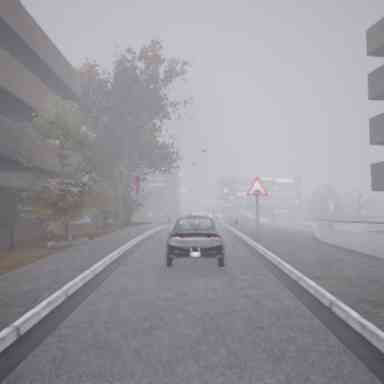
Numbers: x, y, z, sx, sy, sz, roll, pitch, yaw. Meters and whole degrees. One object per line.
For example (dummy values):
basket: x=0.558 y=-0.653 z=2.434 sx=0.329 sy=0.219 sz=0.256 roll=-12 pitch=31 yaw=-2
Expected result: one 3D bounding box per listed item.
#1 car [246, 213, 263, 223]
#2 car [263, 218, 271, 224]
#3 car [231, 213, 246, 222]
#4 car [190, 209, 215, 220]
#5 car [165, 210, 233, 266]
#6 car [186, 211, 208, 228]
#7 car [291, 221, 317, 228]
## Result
car: x=10.802 y=5.278 z=66.725 sx=2.435 sy=2.045 sz=5.566 roll=8 pitch=-6 yaw=-30
car: x=13.635 y=5.840 z=67.407 sx=1.946 sy=1.575 sz=5.366 roll=8 pitch=-6 yaw=-30
car: x=7.805 y=5.092 z=66.171 sx=2.185 sy=1.767 sz=4.553 roll=7 pitch=-6 yaw=-30
car: x=1.953 y=4.511 z=65.099 sx=2.435 sy=2.045 sz=5.566 roll=3 pitch=-5 yaw=-30
car: x=0.110 y=1.605 z=11.889 sx=2.128 sy=1.511 sz=4.902 roll=0 pitch=-1 yaw=0
car: x=0.460 y=2.425 z=29.824 sx=1.812 sy=1.442 sz=4.674 roll=0 pitch=-4 yaw=2
car: x=22.605 y=6.794 z=68.757 sx=2.002 sy=1.452 sz=4.674 roll=8 pitch=-6 yaw=-29
